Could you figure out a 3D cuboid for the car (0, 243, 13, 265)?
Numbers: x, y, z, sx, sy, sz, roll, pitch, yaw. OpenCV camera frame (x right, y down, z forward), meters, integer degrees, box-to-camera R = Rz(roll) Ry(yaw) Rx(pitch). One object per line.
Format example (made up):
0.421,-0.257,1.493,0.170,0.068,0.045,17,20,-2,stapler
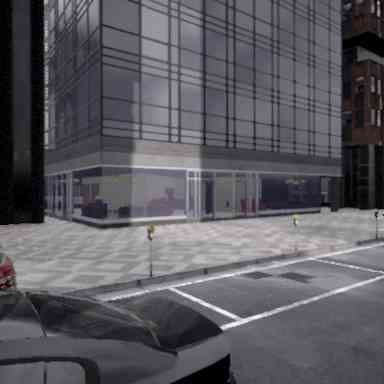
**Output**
-4.521,1.324,3.423,5.009,1.841,2.192,0,0,-35,car

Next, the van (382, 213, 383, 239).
9.182,1.267,13.191,3.998,1.788,1.690,0,0,-35,van

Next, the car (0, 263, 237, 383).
-1.982,1.481,1.841,5.008,1.535,1.882,0,0,-35,car
